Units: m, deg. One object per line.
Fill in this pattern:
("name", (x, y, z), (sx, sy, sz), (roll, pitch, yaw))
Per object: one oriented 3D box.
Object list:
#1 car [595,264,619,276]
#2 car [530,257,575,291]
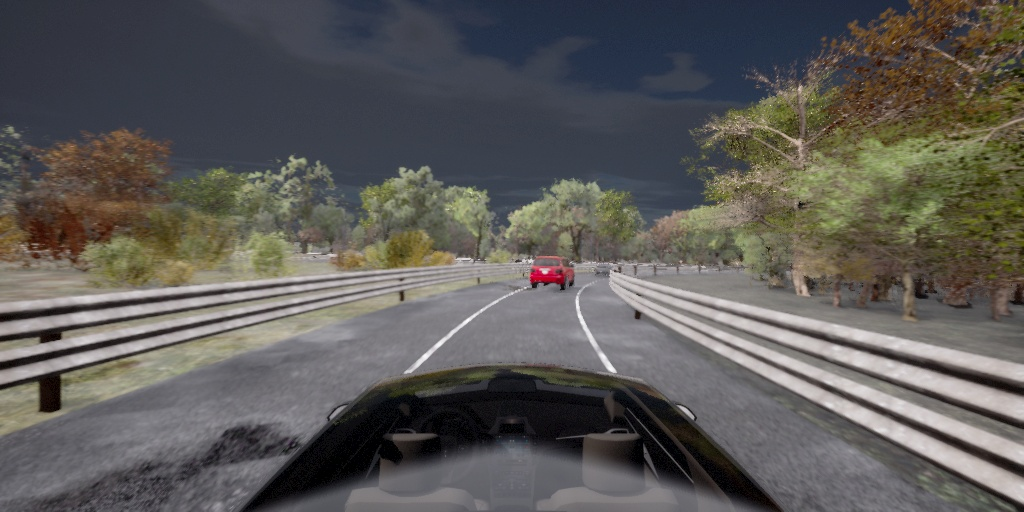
("car", (11.787, 1.709, 44.300), (2.128, 1.511, 4.902), (1, 0, 32))
("car", (2.764, 1.092, 23.711), (2.150, 2.045, 5.566), (1, -1, 18))
